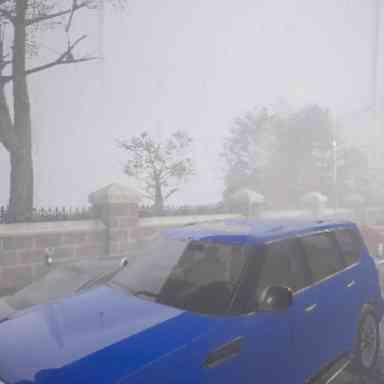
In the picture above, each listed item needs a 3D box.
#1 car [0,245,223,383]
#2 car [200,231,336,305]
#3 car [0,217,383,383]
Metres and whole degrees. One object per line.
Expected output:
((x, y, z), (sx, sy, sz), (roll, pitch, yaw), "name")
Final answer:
((-1.626, 1.828, 5.581), (1.947, 1.339, 4.313), (-3, -3, 45), "car")
((2.355, 1.947, 9.562), (1.802, 1.307, 4.206), (-3, -3, 45), "car")
((0.502, 1.391, 4.068), (5.566, 2.045, 2.150), (2, -3, -45), "car")
